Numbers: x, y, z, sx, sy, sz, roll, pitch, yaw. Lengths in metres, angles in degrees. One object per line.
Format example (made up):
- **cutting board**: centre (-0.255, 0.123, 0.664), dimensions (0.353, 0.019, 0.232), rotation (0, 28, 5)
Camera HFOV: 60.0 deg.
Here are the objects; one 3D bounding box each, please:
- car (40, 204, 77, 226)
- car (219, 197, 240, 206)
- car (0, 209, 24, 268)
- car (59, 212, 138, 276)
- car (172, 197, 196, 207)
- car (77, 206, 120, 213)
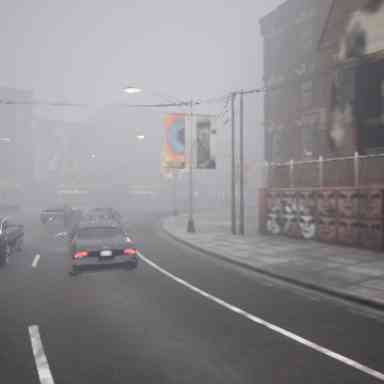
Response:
- **car**: centre (-9.820, 1.679, 25.384), dimensions (2.128, 1.511, 4.902), rotation (0, 0, -2)
- **car**: centre (7.257, 1.792, 62.977), dimensions (4.553, 1.767, 2.097), rotation (0, 0, -33)
- **car**: centre (-6.985, 1.578, 11.315), dimensions (2.128, 1.511, 4.902), rotation (0, 0, -20)
- **car**: centre (-3.122, 1.627, 10.808), dimensions (2.033, 1.411, 5.357), rotation (0, 0, -22)
- **car**: centre (-1.451, 1.784, 60.958), dimensions (4.553, 1.767, 2.097), rotation (0, 0, -39)
- **car**: centre (-6.295, 1.721, 23.756), dimensions (2.033, 1.411, 5.357), rotation (0, 0, -4)
